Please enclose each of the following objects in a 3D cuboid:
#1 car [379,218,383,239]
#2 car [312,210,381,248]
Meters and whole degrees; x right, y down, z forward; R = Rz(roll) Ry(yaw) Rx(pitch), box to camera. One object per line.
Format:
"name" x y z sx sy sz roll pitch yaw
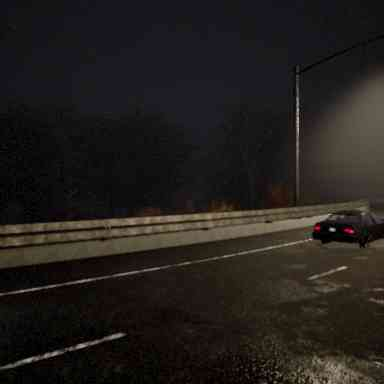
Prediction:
"car" 8.204 1.519 10.814 5.357 1.411 2.033 0 0 -43
"car" 7.284 1.519 14.757 5.357 1.411 2.033 0 0 -44
